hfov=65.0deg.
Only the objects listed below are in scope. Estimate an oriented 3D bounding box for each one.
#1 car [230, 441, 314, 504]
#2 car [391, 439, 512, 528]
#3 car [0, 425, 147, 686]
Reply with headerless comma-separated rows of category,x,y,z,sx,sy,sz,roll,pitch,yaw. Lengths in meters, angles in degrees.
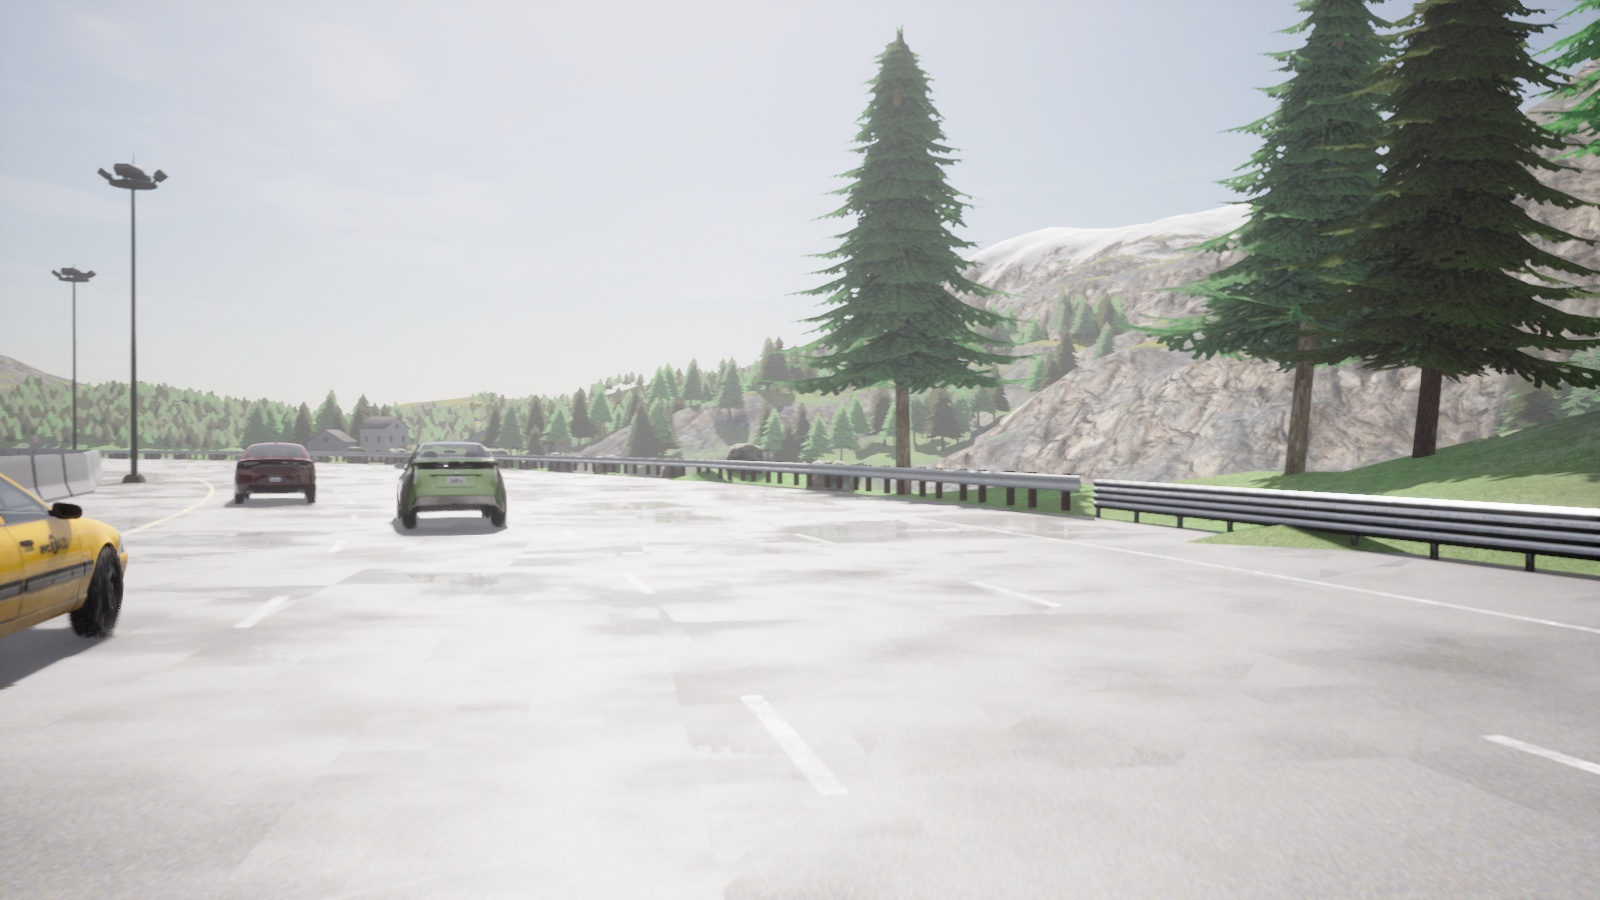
car,-13.796,0.527,32.910,1.882,1.535,5.008,0,0,-22
car,-6.703,0.554,23.828,2.007,1.525,4.514,0,0,-18
car,-5.813,0.636,7.831,1.801,1.575,5.366,0,0,-13
